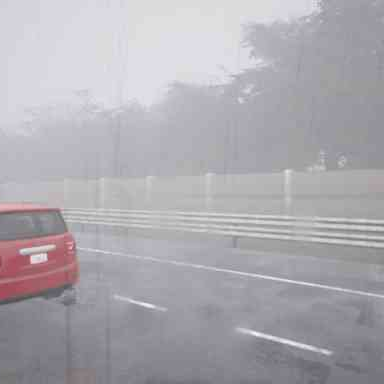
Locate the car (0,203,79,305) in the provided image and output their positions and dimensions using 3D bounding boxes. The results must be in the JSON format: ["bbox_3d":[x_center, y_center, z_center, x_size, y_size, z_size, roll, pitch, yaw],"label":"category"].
[{"bbox_3d":[-4.835,1.256,7.327,5.566,2.045,2.150,0,0,36],"label":"car"}]
